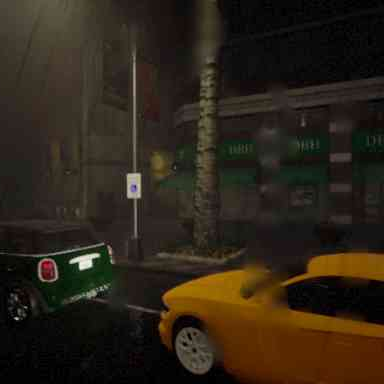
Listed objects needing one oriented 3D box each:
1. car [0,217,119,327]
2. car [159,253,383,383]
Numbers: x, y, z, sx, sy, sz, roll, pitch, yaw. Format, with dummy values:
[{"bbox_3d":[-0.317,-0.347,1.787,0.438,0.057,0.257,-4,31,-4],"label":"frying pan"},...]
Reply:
[{"bbox_3d":[-3.873,1.390,7.231,4.553,1.767,2.097,0,0,28],"label":"car"},{"bbox_3d":[1.865,1.478,3.861,5.008,1.535,1.882,0,0,34],"label":"car"}]
